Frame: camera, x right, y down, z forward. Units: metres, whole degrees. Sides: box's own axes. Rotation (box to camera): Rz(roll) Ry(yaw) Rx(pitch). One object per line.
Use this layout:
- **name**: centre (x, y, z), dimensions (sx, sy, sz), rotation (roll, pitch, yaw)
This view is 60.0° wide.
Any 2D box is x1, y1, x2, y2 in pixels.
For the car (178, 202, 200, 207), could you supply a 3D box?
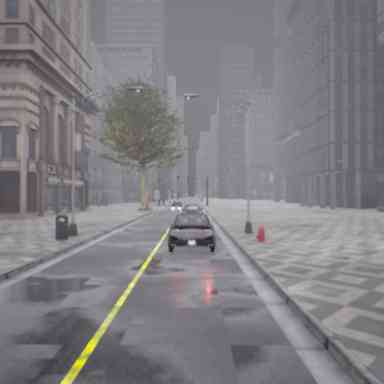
- **car**: centre (-0.001, 1.811, 29.383), dimensions (1.812, 1.442, 4.674), rotation (0, 0, 0)

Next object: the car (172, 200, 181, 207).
- **car**: centre (-3.018, 2.304, 67.444), dimensions (1.895, 1.301, 4.718), rotation (0, -1, 0)

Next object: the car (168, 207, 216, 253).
- **car**: centre (0.001, 1.630, 14.305), dimensions (2.128, 1.511, 4.902), rotation (0, 0, 0)
